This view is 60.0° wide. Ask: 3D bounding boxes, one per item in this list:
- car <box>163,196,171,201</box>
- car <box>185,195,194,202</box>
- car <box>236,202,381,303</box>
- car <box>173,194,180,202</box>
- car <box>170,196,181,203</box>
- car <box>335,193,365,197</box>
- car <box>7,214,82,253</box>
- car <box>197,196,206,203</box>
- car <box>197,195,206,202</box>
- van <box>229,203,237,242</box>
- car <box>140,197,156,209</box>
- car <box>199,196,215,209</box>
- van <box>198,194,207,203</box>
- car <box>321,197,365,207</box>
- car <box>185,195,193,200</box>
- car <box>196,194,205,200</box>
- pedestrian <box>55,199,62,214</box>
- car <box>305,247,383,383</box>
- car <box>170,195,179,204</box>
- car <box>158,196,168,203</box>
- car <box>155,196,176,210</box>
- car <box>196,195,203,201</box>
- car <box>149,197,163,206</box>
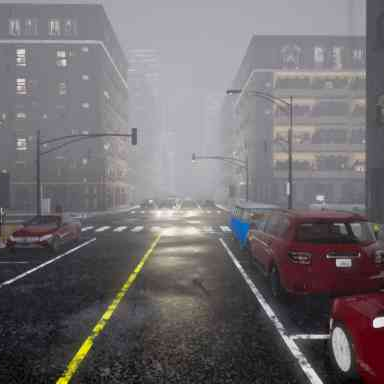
[{"bbox_3d":[-6.405,1.610,84.695,1.802,1.307,4.206,0,0,0],"label":"car"},{"bbox_3d":[-0.631,1.538,75.523,1.812,1.442,4.674,0,0,0],"label":"car"},{"bbox_3d":[2.618,1.314,8.170,2.192,1.841,5.009,0,0,0],"label":"car"},{"bbox_3d":[-3.581,1.365,63.111,2.097,1.767,4.553,0,0,0],"label":"car"},{"bbox_3d":[-3.614,1.560,73.648,2.033,1.411,5.357,0,0,0],"label":"car"},{"bbox_3d":[15.484,1.032,33.340,5.009,1.841,2.192,-1,1,-1],"label":"car"},{"bbox_3d":[-5.807,1.581,13.628,1.802,1.307,4.206,0,0,0],"label":"car"},{"bbox_3d":[2.069,1.586,73.707,1.947,1.339,4.313,0,0,0],"label":"car"},{"bbox_3d":[2.255,1.572,51.614,1.947,1.339,4.313,0,0,0],"label":"car"},{"bbox_3d":[2.572,1.340,13.697,1.690,1.788,3.998,0,0,0],"label":"van"},{"bbox_3d":[-6.079,1.570,46.032,1.947,1.339,4.313,0,0,0],"label":"car"},{"bbox_3d":[2.301,1.586,46.091,1.802,1.307,4.206,0,0,0],"label":"car"},{"bbox_3d":[2.114,1.357,68.184,1.690,1.788,3.998,0,0,0],"label":"van"},{"bbox_3d":[13.374,1.369,30.728,4.718,1.301,1.895,-1,0,-1],"label":"car"},{"bbox_3d":[-0.714,1.457,85.558,1.895,1.301,4.718,0,0,0],"label":"car"},{"bbox_3d":[2.162,1.557,62.660,1.887,1.381,4.507,0,0,0],"label":"car"},{"bbox_3d":[-7.492,1.292,18.785,0.375,1.860,0.375,0,0,0],"label":"pedestrian"},{"bbox_3d":[2.667,1.544,2.642,1.887,1.381,4.507,0,0,0],"label":"car"},{"bbox_3d":[-3.537,1.571,53.061,1.994,1.385,4.181,0,0,-1],"label":"car"},{"bbox_3d":[-6.312,1.565,73.649,1.887,1.381,4.507,0,0,0],"label":"car"},{"bbox_3d":[-3.448,1.604,43.972,1.895,1.301,4.718,0,0,-1],"label":"car"},{"bbox_3d":[1.927,1.559,90.446,1.752,1.417,4.829,0,0,0],"label":"car"},{"bbox_3d":[-6.172,1.575,57.079,1.947,1.339,4.313,0,0,0],"label":"car"}]
